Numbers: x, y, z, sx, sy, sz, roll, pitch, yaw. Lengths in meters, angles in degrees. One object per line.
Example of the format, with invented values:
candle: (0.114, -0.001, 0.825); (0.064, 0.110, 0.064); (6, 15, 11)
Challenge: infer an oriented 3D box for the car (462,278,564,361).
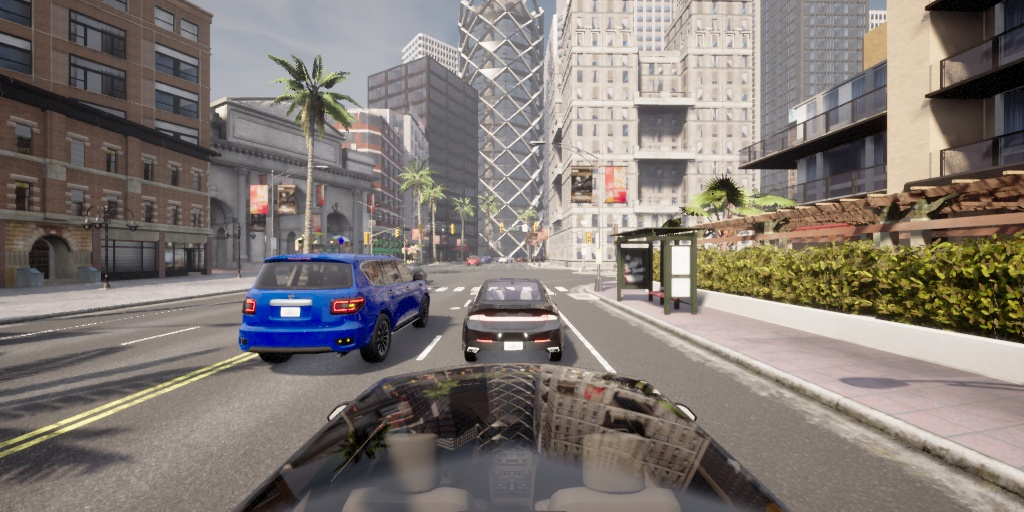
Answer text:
car: (0.013, 1.242, 8.228); (2.128, 1.511, 4.902); (0, 0, 0)

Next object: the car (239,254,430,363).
car: (-3.489, 0.971, 8.313); (2.150, 2.045, 5.566); (0, 0, 0)

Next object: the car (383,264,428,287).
car: (-7.334, 1.314, 25.194); (1.994, 1.385, 4.181); (0, 0, -1)
